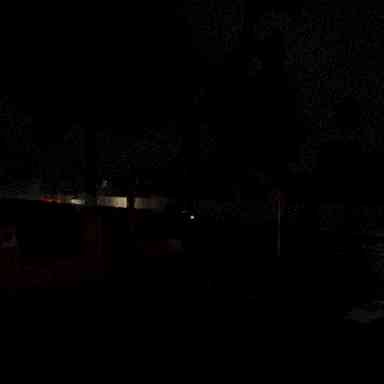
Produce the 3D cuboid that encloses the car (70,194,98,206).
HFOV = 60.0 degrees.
[{"bbox_3d":[-13.907,1.261,42.805,2.150,2.045,5.566,0,0,-36],"label":"car"}]

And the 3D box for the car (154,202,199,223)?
[{"bbox_3d":[-1.405,1.528,25.717,1.837,1.490,4.892,0,0,-36],"label":"car"}]

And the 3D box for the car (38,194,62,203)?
[{"bbox_3d":[-19.764,1.249,46.152,2.150,2.045,5.566,0,0,-36],"label":"car"}]
